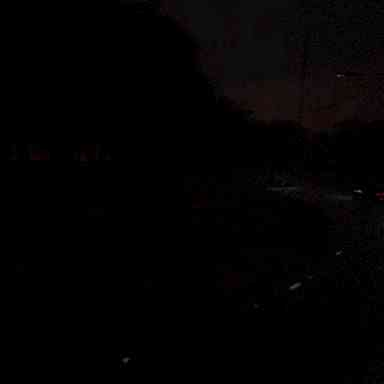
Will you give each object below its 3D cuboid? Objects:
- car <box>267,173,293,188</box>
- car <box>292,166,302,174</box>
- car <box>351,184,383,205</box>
[{"bbox_3d":[10.628,-1.443,41.262,1.812,1.442,4.674,-2,6,0],"label":"car"},{"bbox_3d":[22.513,-4.749,71.163,1.970,1.475,3.806,-1,3,23],"label":"car"},{"bbox_3d":[14.187,0.108,26.043,1.837,1.490,4.892,-1,5,5],"label":"car"}]
